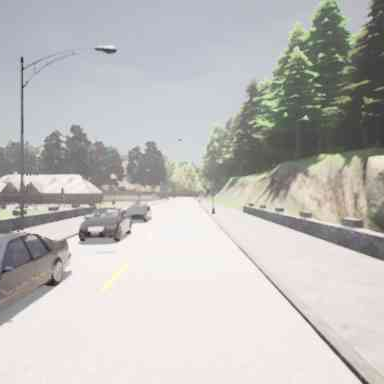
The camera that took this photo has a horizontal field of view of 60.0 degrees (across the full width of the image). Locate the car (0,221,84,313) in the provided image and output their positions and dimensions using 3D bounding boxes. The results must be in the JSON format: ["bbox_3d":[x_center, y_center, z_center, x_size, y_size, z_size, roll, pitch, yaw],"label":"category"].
[{"bbox_3d":[-4.161,1.584,6.844,2.033,1.411,5.357,0,0,-1],"label":"car"}]

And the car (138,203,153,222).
[{"bbox_3d":[-4.357,1.655,27.411,2.033,1.411,5.357,0,0,0],"label":"car"}]

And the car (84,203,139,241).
[{"bbox_3d":[-4.266,1.563,17.025,2.128,1.511,4.902,0,0,-1],"label":"car"}]
